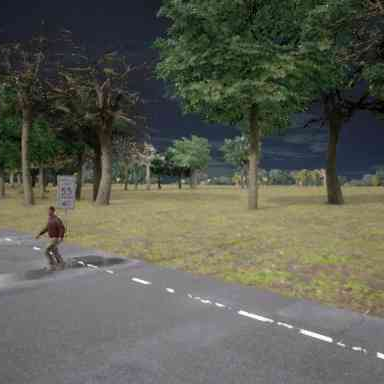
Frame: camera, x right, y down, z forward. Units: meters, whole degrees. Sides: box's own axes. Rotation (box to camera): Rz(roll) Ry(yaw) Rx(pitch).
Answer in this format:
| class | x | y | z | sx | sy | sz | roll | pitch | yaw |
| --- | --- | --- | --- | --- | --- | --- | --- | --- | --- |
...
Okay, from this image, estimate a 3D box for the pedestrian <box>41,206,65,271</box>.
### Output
| class | x | y | z | sx | sy | sz | roll | pitch | yaw |
| --- | --- | --- | --- | --- | --- | --- | --- | --- | --- |
| pedestrian | -3.860 | 1.279 | 9.245 | 0.375 | 1.860 | 0.375 | 1 | 2 | 44 |
